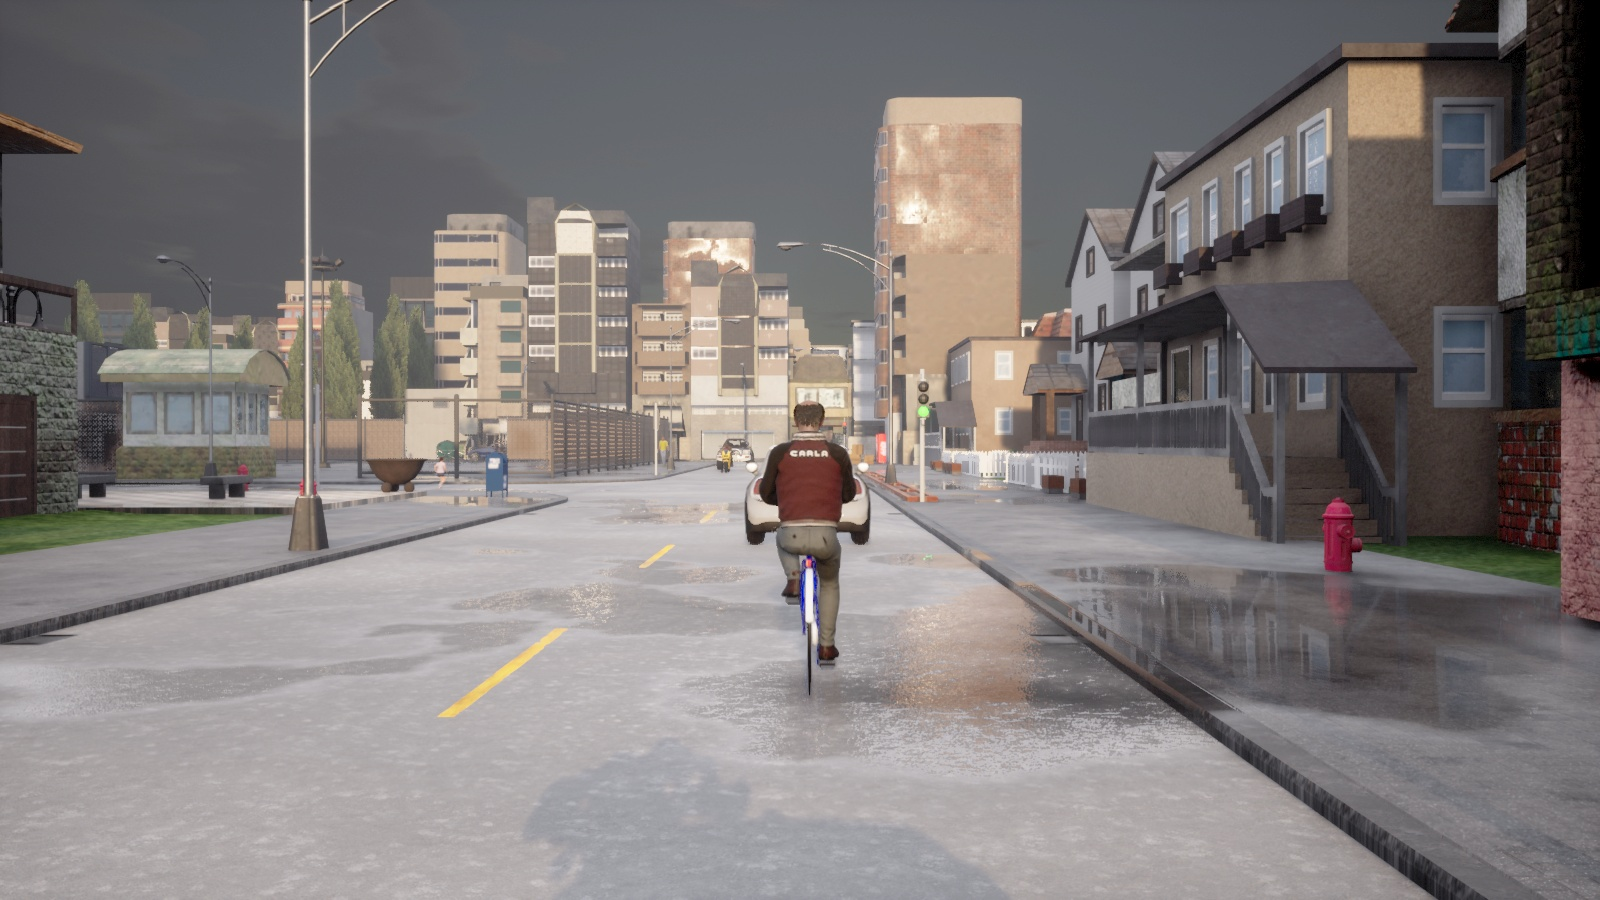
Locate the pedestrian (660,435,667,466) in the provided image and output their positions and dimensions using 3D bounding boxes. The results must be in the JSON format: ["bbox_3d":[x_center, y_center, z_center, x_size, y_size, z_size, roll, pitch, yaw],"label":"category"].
[{"bbox_3d":[-8.095,0.029,74.535,0.354,1.836,0.706,0,0,2],"label":"pedestrian"}]

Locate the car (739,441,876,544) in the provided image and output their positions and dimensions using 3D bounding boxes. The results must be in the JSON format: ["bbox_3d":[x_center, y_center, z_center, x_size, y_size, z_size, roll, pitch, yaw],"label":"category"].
[{"bbox_3d":[0.120,0.599,19.972,1.970,1.475,3.806,0,0,0],"label":"car"}]

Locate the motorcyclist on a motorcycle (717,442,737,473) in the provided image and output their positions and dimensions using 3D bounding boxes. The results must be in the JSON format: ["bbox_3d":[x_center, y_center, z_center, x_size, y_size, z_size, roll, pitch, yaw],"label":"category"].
[{"bbox_3d":[-3.636,0.372,62.667,0.797,1.523,2.044,0,0,2],"label":"motorcyclist on a motorcycle"}]

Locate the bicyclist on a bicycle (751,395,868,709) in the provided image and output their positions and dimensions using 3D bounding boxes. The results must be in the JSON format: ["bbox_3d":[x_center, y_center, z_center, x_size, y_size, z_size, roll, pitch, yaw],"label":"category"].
[{"bbox_3d":[0.058,0.572,8.035,0.659,1.776,1.843,0,0,0],"label":"bicyclist on a bicycle"}]

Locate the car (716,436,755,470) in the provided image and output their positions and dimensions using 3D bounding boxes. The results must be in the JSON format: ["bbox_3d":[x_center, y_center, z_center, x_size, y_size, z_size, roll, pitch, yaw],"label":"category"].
[{"bbox_3d":[-3.610,0.161,70.722,1.932,1.855,4.605,0,0,1],"label":"car"}]

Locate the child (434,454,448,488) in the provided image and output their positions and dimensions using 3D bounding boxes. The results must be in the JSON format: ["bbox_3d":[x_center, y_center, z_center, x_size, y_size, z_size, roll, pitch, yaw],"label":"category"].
[{"bbox_3d":[-11.767,0.674,41.137,0.255,1.110,0.394,0,0,19],"label":"child"}]
